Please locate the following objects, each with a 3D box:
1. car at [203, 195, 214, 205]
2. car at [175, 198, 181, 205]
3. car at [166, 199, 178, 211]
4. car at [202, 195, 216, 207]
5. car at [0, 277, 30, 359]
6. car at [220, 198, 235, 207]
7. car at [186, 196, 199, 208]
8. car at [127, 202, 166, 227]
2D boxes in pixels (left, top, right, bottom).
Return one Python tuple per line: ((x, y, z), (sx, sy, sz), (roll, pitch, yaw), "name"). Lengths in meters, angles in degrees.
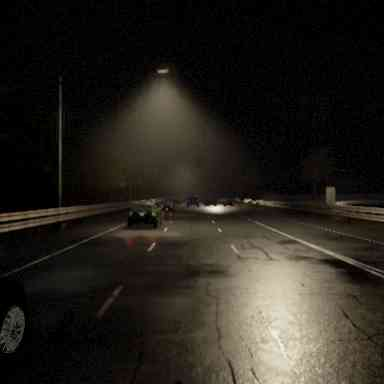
((3.590, 1.742, 74.763), (2.150, 2.045, 5.566), (0, -1, 0), "car")
((-3.410, 2.166, 75.151), (1.882, 1.535, 5.008), (0, -1, 0), "car")
((-3.347, 2.023, 46.686), (1.895, 1.301, 4.718), (0, -1, 0), "car")
((3.579, 1.940, 64.697), (2.097, 1.767, 4.553), (0, -1, 0), "car")
((-3.396, 1.521, 3.169), (2.128, 1.511, 4.902), (0, 0, 0), "car")
((7.079, 2.190, 64.750), (1.895, 1.301, 4.718), (0, -1, 0), "car")
((0.173, 1.778, 61.308), (2.150, 2.045, 5.566), (0, 0, 0), "car")
((-3.372, 1.574, 24.600), (2.097, 1.767, 4.553), (0, 0, 0), "car")
